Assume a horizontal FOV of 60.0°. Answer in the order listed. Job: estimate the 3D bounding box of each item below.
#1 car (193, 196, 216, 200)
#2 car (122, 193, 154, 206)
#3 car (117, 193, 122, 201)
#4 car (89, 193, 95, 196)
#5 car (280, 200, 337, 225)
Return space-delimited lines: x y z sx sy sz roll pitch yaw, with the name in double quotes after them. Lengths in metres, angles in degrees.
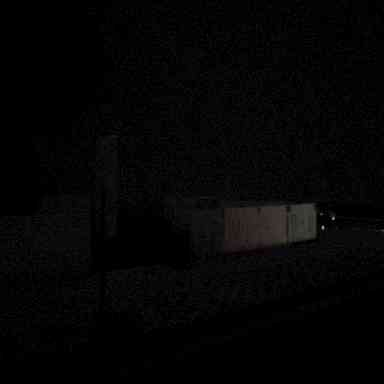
1.284 1.173 30.267 1.882 1.535 5.008 1 1 -36 "car"
-6.413 1.000 40.973 1.882 1.535 5.008 1 1 -36 "car"
-11.698 0.894 53.312 1.812 1.442 4.674 1 0 -36 "car"
-17.432 0.782 61.265 2.033 1.411 5.357 1 0 -36 "car"
7.137 1.317 22.151 2.128 1.511 4.902 1 0 -36 "car"
